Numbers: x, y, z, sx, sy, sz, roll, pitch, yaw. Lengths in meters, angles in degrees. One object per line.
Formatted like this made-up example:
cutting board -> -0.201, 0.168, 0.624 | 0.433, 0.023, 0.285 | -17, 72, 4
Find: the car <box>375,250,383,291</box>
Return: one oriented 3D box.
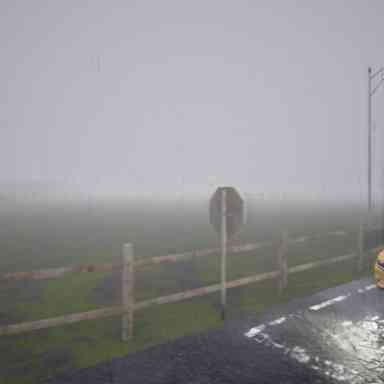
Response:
car -> 6.203, 1.482, 7.943 | 5.008, 1.535, 1.882 | 0, 0, -39
